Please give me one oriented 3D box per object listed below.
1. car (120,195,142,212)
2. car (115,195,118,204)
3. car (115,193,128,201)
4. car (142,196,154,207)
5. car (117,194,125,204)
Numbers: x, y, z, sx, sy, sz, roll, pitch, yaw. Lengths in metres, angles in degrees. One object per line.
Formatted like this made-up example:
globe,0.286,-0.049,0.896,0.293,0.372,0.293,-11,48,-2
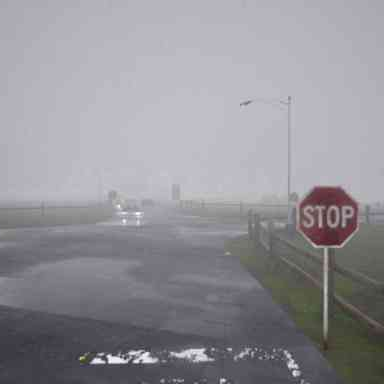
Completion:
car,-7.150,1.466,38.735,1.837,1.490,4.892,0,0,-12
car,-12.568,1.378,59.173,2.128,1.511,4.902,0,0,-18
car,-16.716,1.150,78.177,2.097,1.767,4.553,0,0,-24
car,-6.939,1.405,50.500,1.882,1.535,5.008,0,0,-15
car,-9.543,1.407,48.813,1.882,1.535,5.008,0,0,-15
